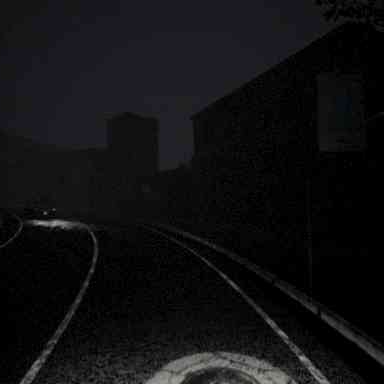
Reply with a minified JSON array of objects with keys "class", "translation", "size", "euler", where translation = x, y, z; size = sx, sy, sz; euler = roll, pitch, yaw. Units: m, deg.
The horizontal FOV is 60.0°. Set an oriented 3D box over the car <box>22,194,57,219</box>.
[{"class":"car","translation":[-11.722,1.193,25.599],"size":[2.128,1.511,4.902],"euler":[2,0,-34]}]
